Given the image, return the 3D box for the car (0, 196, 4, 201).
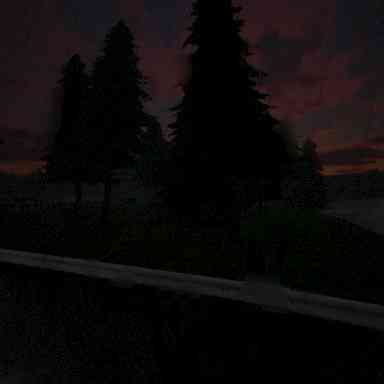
[{"bbox_3d":[-46.795,1.595,78.855,1.895,1.301,4.718,0,0,-3],"label":"car"}]
